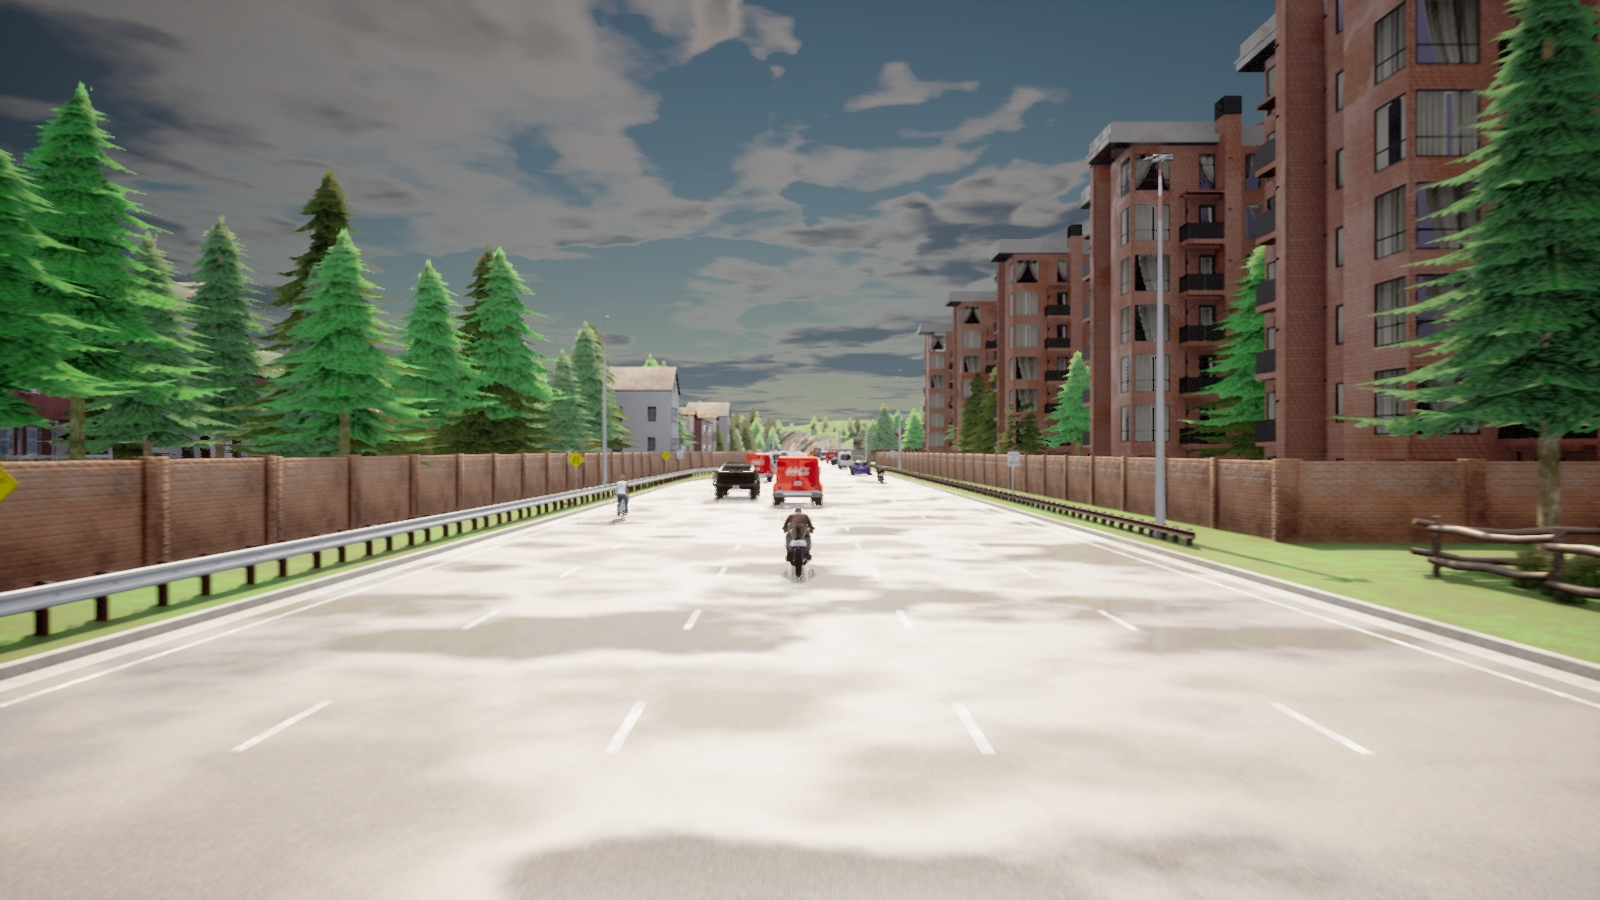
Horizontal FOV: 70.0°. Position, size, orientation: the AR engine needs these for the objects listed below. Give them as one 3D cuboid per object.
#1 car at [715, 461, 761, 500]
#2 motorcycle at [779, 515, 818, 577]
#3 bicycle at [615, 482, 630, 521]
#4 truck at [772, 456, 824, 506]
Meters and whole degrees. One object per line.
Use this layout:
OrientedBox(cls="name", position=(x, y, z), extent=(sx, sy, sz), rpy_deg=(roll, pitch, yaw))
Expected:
OrientedBox(cls="car", position=(-3.625, 1.756, 67.622), extent=(2.390, 2.098, 6.274), rpy_deg=(0, 0, 0))
OrientedBox(cls="motorcycle", position=(-0.037, 2.206, 26.493), extent=(0.867, 1.251, 2.209), rpy_deg=(0, 0, 0))
OrientedBox(cls="bicycle", position=(-7.083, 2.057, 45.682), extent=(0.373, 1.496, 1.643), rpy_deg=(0, 0, 0))
OrientedBox(cls="truck", position=(-0.110, 1.570, 59.998), extent=(2.627, 2.467, 5.204), rpy_deg=(0, 0, 0))
